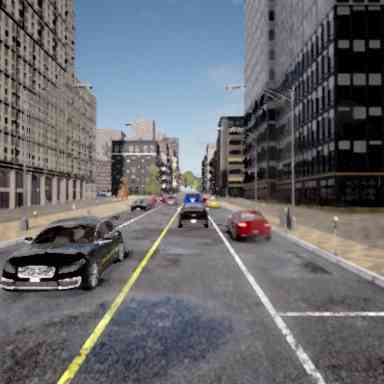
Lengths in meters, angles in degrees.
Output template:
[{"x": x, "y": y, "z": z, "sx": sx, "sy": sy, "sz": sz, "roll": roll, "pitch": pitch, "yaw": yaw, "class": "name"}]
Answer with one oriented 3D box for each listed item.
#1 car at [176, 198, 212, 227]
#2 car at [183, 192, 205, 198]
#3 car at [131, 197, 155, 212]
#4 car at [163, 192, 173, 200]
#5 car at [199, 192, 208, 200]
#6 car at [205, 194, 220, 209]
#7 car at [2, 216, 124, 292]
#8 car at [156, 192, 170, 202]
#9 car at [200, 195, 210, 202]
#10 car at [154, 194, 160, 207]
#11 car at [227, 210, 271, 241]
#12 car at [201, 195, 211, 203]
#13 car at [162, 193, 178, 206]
[{"x": 0.094, "y": 1.423, "z": 21.819, "sx": 1.837, "sy": 1.490, "sz": 4.892, "roll": 0, "pitch": 1, "yaw": 0, "class": "car"}, {"x": 0.092, "y": 1.071, "z": 39.956, "sx": 2.150, "sy": 2.045, "sz": 5.566, "roll": 0, "pitch": 1, "yaw": 0, "class": "car"}, {"x": -5.686, "y": 1.423, "z": 37.436, "sx": 1.947, "sy": 1.339, "sz": 4.313, "roll": 1, "pitch": 0, "yaw": 0, "class": "car"}, {"x": -5.765, "y": 1.012, "z": 80.997, "sx": 2.192, "sy": 1.841, "sz": 5.009, "roll": 1, "pitch": 0, "yaw": 0, "class": "car"}, {"x": 2.762, "y": 1.012, "z": 81.005, "sx": 2.192, "sy": 1.841, "sz": 5.009, "roll": 1, "pitch": 0, "yaw": 0, "class": "car"}, {"x": 2.694, "y": 1.362, "z": 43.102, "sx": 1.752, "sy": 1.417, "sz": 4.829, "roll": 1, "pitch": 0, "yaw": 0, "class": "car"}, {"x": -3.101, "y": 1.469, "z": 8.997, "sx": 1.837, "sy": 1.490, "sz": 4.892, "roll": 0, "pitch": 0, "yaw": 0, "class": "car"}, {"x": -5.686, "y": 1.091, "z": 59.217, "sx": 2.192, "sy": 1.841, "sz": 5.009, "roll": 1, "pitch": 0, "yaw": 0, "class": "car"}, {"x": 2.687, "y": 1.302, "z": 70.131, "sx": 1.947, "sy": 1.339, "sz": 4.313, "roll": 1, "pitch": 0, "yaw": 0, "class": "car"}, {"x": -5.687, "y": 1.381, "z": 42.881, "sx": 1.887, "sy": 1.381, "sz": 4.507, "roll": 1, "pitch": 0, "yaw": 0, "class": "car"}, {"x": 2.700, "y": 1.520, "z": 16.160, "sx": 1.802, "sy": 1.307, "sz": 4.206, "roll": 1, "pitch": 0, "yaw": 0, "class": "car"}, {"x": 2.689, "y": 1.281, "z": 64.861, "sx": 1.752, "sy": 1.417, "sz": 4.829, "roll": 1, "pitch": 0, "yaw": 0, "class": "car"}, {"x": -3.083, "y": 1.332, "z": 51.114, "sx": 1.812, "sy": 1.442, "sz": 4.674, "roll": 0, "pitch": 0, "yaw": 0, "class": "car"}]
